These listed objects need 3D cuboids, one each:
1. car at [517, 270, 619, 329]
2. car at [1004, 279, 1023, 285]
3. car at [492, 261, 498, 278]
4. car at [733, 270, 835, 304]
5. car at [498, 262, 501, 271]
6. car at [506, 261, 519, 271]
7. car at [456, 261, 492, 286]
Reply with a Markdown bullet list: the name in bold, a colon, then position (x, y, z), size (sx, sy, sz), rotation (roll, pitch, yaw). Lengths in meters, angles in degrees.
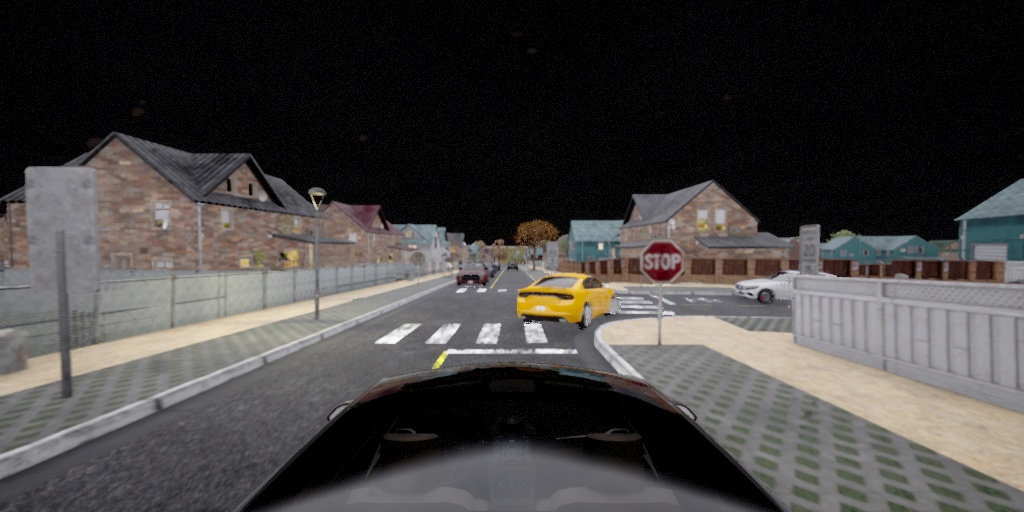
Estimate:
- **car**: position (1.985, 1.310, 11.649), size (1.882, 1.535, 5.008), rotation (-1, -2, 29)
- **car**: position (21.994, 1.485, 14.435), size (4.181, 1.385, 1.994), rotation (1, 2, 13)
- **car**: position (-2.845, 1.286, 36.816), size (2.097, 1.767, 4.553), rotation (0, 0, 0)
- **car**: position (12.584, 1.350, 16.057), size (4.674, 1.442, 1.812), rotation (1, 2, 8)
- **car**: position (-2.840, 1.569, 47.042), size (2.033, 1.411, 5.357), rotation (0, -1, 0)
- **car**: position (0.098, 1.648, 58.886), size (1.837, 1.490, 4.892), rotation (0, -1, 0)
- **car**: position (-2.847, 1.217, 26.852), size (2.097, 1.767, 4.553), rotation (0, 0, 0)
